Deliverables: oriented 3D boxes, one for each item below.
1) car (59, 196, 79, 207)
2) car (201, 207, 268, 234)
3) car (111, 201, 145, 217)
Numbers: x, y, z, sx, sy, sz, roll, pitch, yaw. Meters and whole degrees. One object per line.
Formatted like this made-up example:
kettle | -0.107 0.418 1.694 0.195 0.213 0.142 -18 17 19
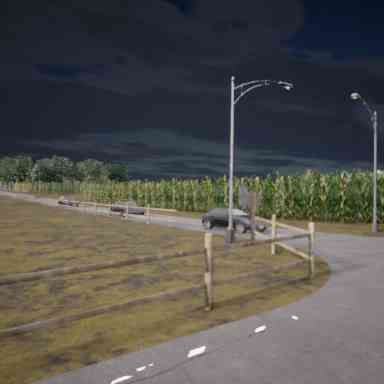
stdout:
car | -18.597 1.355 49.908 2.097 1.767 4.553 2 0 -35
car | 2.448 1.665 20.244 1.812 1.442 4.674 2 -1 -37
car | -6.312 1.641 32.472 1.837 1.490 4.892 2 -1 -35
